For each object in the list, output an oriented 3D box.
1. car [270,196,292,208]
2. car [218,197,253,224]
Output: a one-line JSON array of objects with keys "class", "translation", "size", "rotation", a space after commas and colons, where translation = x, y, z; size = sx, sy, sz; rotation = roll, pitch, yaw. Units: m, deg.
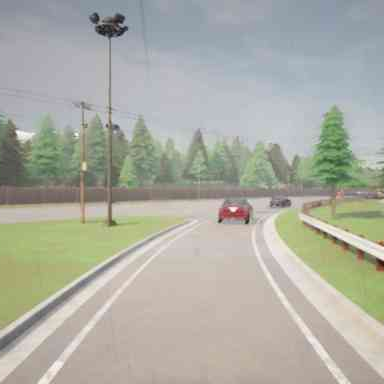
[{"class": "car", "translation": [11.528, 1.208, 43.118], "size": [2.128, 1.511, 4.902], "rotation": [0, 0, 30]}, {"class": "car", "translation": [3.209, 1.191, 23.738], "size": [2.097, 1.767, 4.553], "rotation": [0, 0, 14]}]
